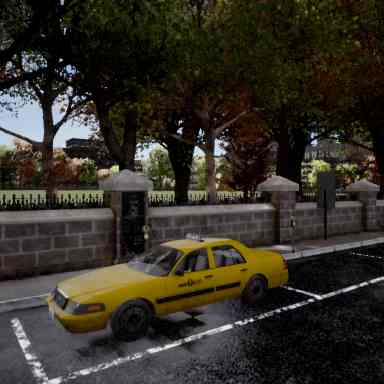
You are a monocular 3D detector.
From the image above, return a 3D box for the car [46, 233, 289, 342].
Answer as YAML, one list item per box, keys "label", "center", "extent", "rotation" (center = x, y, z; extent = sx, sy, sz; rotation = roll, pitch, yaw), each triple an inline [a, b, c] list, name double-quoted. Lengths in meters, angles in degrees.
- label: "car"
  center: [-0.171, 1.525, 6.448]
  extent: [4.829, 1.417, 1.752]
  rotation: [0, 0, -36]
